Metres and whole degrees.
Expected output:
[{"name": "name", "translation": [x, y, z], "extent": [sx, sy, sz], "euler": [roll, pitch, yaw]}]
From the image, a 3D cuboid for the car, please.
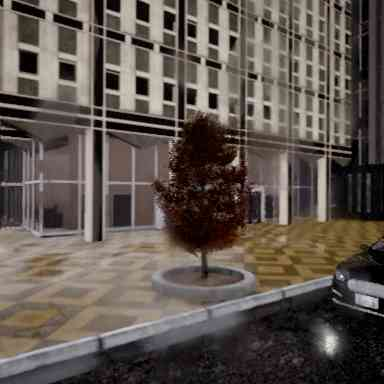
[{"name": "car", "translation": [4.820, 1.505, 6.789], "extent": [4.902, 1.511, 2.128], "euler": [0, 0, -35]}]
